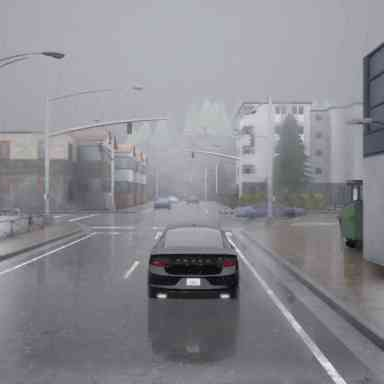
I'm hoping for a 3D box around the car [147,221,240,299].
[{"bbox_3d":[0.050,1.478,8.498,1.882,1.535,5.008,0,0,1],"label":"car"}]

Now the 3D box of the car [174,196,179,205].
[{"bbox_3d":[-3.555,1.525,61.086,1.812,1.442,4.674,0,0,0],"label":"car"}]

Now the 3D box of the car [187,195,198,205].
[{"bbox_3d":[0.104,1.352,60.303,2.097,1.767,4.553,0,0,0],"label":"car"}]

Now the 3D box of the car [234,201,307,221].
[{"bbox_3d":[5.923,1.424,25.562,5.357,1.411,2.033,-2,0,10],"label":"car"}]

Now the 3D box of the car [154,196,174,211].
[{"bbox_3d":[-3.595,1.477,41.335,1.882,1.535,5.008,0,0,0],"label":"car"}]
